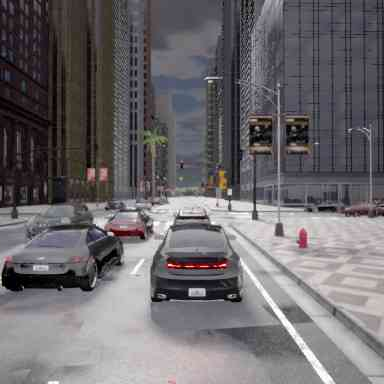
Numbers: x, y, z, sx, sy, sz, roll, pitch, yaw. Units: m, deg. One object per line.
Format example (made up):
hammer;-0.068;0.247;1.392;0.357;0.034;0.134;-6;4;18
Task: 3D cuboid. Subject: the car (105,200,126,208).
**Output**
car;-9.909;1.750;43.271;1.994;1.385;4.181;0;0;0

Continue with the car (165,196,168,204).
car;-6.609;1.789;76.428;2.097;1.767;4.553;0;0;0

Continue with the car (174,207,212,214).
car;0.025;1.530;17.572;2.128;1.511;4.902;0;0;0

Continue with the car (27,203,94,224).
car;-6.623;1.389;17.197;2.097;1.767;4.553;0;0;0

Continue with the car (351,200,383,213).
car;20.772;1.644;37.913;4.313;1.339;1.947;0;0;-1

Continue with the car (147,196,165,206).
car;-6.656;1.790;61.294;1.882;1.535;5.008;0;0;0

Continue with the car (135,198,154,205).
car;-6.354;1.787;43.241;1.895;1.301;4.718;0;0;-4

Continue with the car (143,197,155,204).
car;-9.857;1.955;75.888;2.128;1.511;4.902;0;0;0

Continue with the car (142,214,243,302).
car;0.090;1.515;8.251;1.837;1.490;4.892;0;0;0

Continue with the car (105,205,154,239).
car;-3.173;1.602;17.425;1.994;1.385;4.181;0;0;0

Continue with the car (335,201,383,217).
car;15.275;1.577;29.294;4.206;1.307;1.802;0;0;-1

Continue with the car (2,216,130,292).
car;-3.168;1.576;9.026;1.994;1.385;4.181;0;0;1

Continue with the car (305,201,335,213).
car;15.133;1.663;37.817;4.313;1.339;1.947;0;0;-1
